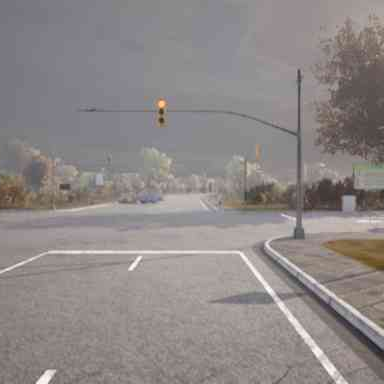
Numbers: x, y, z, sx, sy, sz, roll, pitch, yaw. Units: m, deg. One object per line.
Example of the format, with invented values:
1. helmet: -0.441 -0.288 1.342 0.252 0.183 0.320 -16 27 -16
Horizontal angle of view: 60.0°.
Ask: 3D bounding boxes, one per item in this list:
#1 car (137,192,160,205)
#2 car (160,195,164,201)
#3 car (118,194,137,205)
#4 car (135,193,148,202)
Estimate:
1. car: -7.068 0.990 54.567 2.150 2.045 5.566 0 0 0
2. car: -6.993 1.242 70.389 2.033 1.411 5.357 0 0 0
3. car: -10.570 1.123 54.126 2.097 1.767 4.553 0 0 0
4. car: -10.494 1.061 69.455 2.097 1.767 4.553 0 0 0
